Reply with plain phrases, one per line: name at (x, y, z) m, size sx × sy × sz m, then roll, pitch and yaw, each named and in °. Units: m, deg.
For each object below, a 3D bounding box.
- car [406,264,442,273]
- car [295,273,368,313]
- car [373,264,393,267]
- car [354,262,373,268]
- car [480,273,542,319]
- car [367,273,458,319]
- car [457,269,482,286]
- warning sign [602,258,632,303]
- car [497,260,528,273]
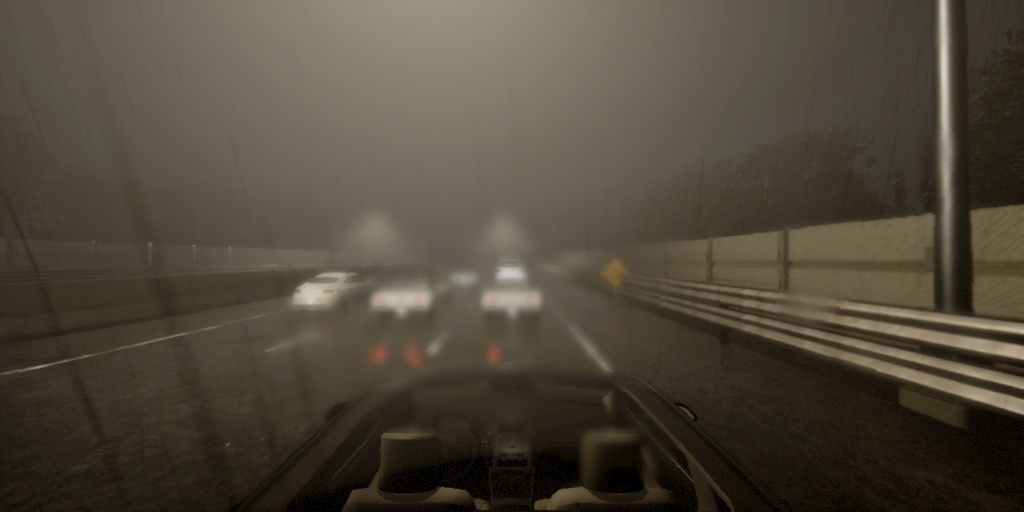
car at (-6.962, 1.588, 29.175) m, size 1.837 × 1.490 × 4.892 m, roll 0°, pitch 0°, yaw 0°
car at (-6.954, 1.434, 14.803) m, size 1.812 × 1.442 × 4.674 m, roll 0°, pitch 0°, yaw 0°
car at (-21.039, 2.056, 59.961) m, size 1.895 × 1.301 × 4.718 m, roll 0°, pitch -1°, yaw 1°
car at (-24.538, 1.807, 59.914) m, size 2.097 × 1.767 × 4.553 m, roll 0°, pitch -1°, yaw 1°
car at (0.036, 1.494, 13.542) m, size 1.895 × 1.301 × 4.718 m, roll 0°, pitch -1°, yaw 0°
car at (-3.463, 1.494, 13.534) m, size 1.895 × 1.301 × 4.718 m, roll 0°, pitch -1°, yaw 0°
car at (-3.466, 1.675, 28.541) m, size 1.895 × 1.301 × 4.718 m, roll 0°, pitch -1°, yaw 0°
warning sign at (4.547, 1.032, 15.500) m, size 1.300 × 1.860 × 1.060 m, roll 0°, pitch 0°, yaw 0°
car at (0.028, 1.292, 28.066) m, size 2.150 × 2.045 × 5.566 m, roll 0°, pitch 0°, yaw 0°
